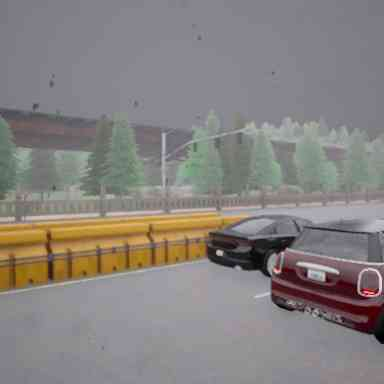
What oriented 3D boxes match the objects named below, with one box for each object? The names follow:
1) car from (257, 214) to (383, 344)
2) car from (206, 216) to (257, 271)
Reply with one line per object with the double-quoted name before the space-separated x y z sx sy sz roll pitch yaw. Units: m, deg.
"car" 3.665 1.293 6.400 4.553 1.767 2.097 -1 0 -35
"car" 2.744 1.406 10.033 5.008 1.535 1.882 -1 0 -35
